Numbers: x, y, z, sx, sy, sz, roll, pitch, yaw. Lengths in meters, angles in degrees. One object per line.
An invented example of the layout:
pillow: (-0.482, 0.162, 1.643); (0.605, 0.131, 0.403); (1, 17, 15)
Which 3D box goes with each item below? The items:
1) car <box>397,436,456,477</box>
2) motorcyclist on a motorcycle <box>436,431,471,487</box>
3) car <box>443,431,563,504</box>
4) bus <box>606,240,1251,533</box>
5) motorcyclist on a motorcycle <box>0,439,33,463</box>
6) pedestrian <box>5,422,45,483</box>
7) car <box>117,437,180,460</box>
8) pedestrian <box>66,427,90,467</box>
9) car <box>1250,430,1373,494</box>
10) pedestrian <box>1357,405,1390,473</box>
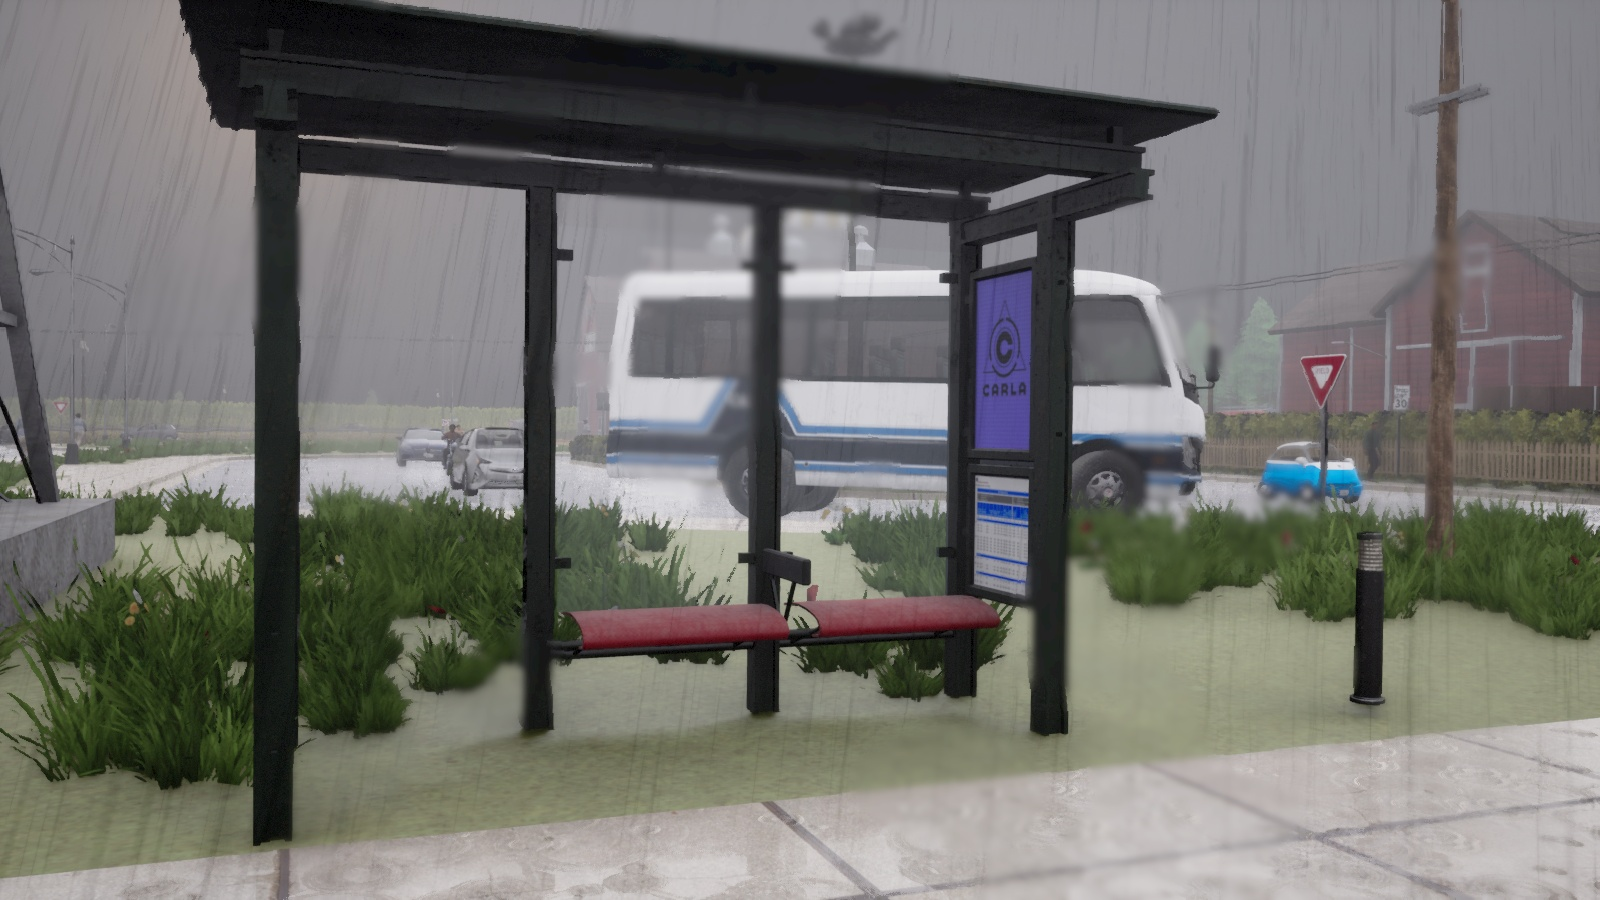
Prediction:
car: (-13.989, 0.212, 46.906); (1.812, 1.442, 4.674); (-1, 1, -20)
motorcyclist on a motorcycle: (-10.487, 0.244, 37.989); (0.766, 1.649, 2.350); (-1, 1, -21)
car: (-6.954, 0.347, 29.054); (2.007, 1.525, 4.514); (-1, 1, -22)
bus: (2.230, -0.956, 21.666); (10.273, 4.253, 3.944); (1, 0, 18)
motorcyclist on a motorcycle: (-50.716, 0.067, 80.765); (2.191, 1.530, 0.866); (-1, 1, -21)
pedestrian: (-24.115, 0.077, 39.064); (0.874, 1.855, 0.900); (-2, 1, -44)
car: (-44.951, -0.113, 86.722); (3.633, 1.501, 1.845); (-1, 1, -21)
pedestrian: (-34.610, -0.152, 60.185); (0.874, 1.855, 0.900); (-1, 1, -23)
car: (11.647, 0.259, 28.674); (1.481, 1.376, 2.207); (-1, 0, -21)
pedestrian: (16.638, -0.319, 36.433); (0.423, 1.949, 0.788); (-1, 1, -22)
